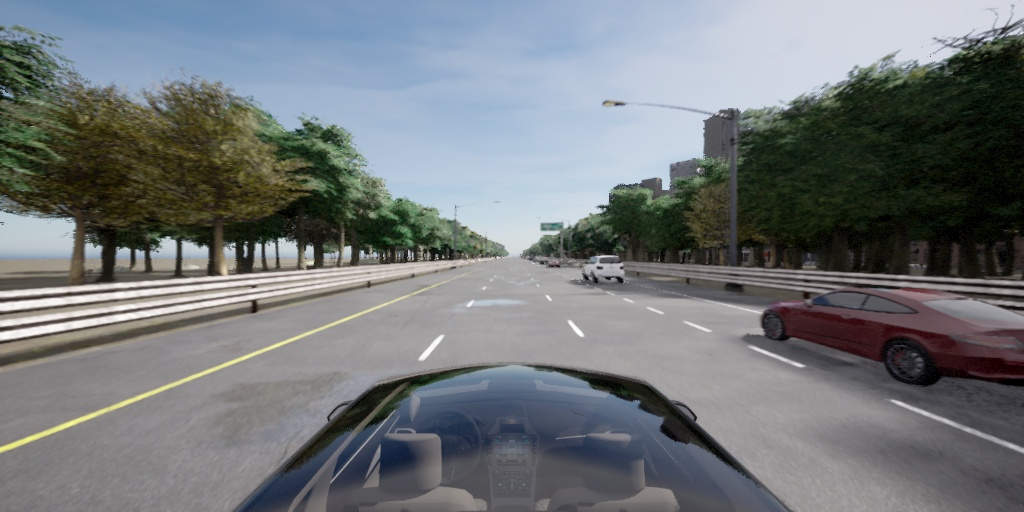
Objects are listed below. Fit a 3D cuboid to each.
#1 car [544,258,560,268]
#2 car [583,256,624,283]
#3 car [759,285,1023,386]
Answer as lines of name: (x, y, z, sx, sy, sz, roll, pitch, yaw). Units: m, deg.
car: (7.202, 1.407, 62.959, 1.895, 1.301, 4.718, 0, 0, 0)
car: (7.036, 0.998, 28.012, 2.150, 2.045, 5.566, 0, 0, 0)
car: (7.000, 1.281, 6.857, 1.812, 1.442, 4.674, 0, 0, 0)
